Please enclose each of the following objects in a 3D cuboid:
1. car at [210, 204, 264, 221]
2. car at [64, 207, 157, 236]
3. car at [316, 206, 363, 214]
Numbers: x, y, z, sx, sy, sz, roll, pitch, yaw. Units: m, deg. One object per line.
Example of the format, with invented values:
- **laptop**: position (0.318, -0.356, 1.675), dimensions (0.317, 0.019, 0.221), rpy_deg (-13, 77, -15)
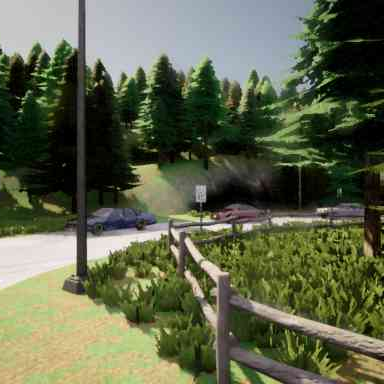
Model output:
- **car**: position (3.474, 1.591, 25.180), dimensions (4.181, 1.385, 1.994), rpy_deg (0, 0, -26)
- **car**: position (-4.467, 1.574, 19.138), dimensions (2.033, 1.411, 5.357), rpy_deg (0, 0, 41)
- **car**: position (12.992, 1.628, 28.079), dimensions (4.718, 1.301, 1.895), rpy_deg (0, 0, -6)
